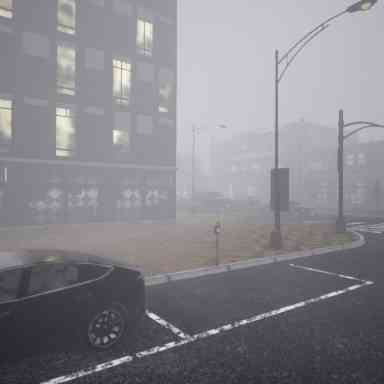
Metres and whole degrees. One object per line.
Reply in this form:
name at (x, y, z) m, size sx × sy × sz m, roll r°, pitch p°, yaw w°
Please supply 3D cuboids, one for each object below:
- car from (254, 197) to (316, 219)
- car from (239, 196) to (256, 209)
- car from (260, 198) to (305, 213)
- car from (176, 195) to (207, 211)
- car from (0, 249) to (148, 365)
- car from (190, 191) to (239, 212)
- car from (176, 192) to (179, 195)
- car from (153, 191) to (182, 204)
car at (7.598, 1.318, 26.690) m, size 1.812 × 1.442 × 4.674 m, roll 0°, pitch 1°, yaw -36°
car at (5.966, 1.130, 38.690) m, size 1.967 × 1.590 × 4.097 m, roll 1°, pitch 0°, yaw -36°
car at (9.252, 1.340, 34.222) m, size 1.802 × 1.307 × 4.206 m, roll 1°, pitch 0°, yaw -36°
car at (-0.785, 1.231, 33.721) m, size 1.802 × 1.307 × 4.206 m, roll 1°, pitch 0°, yaw -36°
car at (-2.707, 1.566, 4.623) m, size 4.313 × 1.339 × 1.947 m, roll 0°, pitch 0°, yaw -36°
car at (1.843, 0.894, 34.512) m, size 2.150 × 2.045 × 5.566 m, roll 0°, pitch 1°, yaw -36°
car at (-0.611, 1.101, 47.622) m, size 2.008 × 1.369 × 4.403 m, roll 1°, pitch 0°, yaw -36°
car at (-3.893, 0.793, 52.088) m, size 2.192 × 1.841 × 5.009 m, roll 1°, pitch 0°, yaw -36°
